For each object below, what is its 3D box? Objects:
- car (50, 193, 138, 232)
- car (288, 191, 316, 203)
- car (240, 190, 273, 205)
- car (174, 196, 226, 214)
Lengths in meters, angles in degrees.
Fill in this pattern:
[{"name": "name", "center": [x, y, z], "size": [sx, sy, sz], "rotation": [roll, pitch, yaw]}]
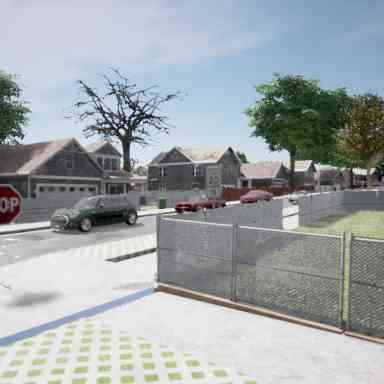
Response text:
[{"name": "car", "center": [-5.028, 0.984, 17.438], "size": [2.097, 1.767, 4.553], "rotation": [0, 2, 35]}, {"name": "car", "center": [12.323, 0.530, 36.870], "size": [1.895, 1.301, 4.718], "rotation": [0, 2, 35]}, {"name": "car", "center": [6.597, 0.558, 33.860], "size": [1.882, 1.535, 5.008], "rotation": [0, 2, 35]}, {"name": "car", "center": [0.677, 0.961, 25.509], "size": [1.895, 1.301, 4.718], "rotation": [0, 2, 35]}]
